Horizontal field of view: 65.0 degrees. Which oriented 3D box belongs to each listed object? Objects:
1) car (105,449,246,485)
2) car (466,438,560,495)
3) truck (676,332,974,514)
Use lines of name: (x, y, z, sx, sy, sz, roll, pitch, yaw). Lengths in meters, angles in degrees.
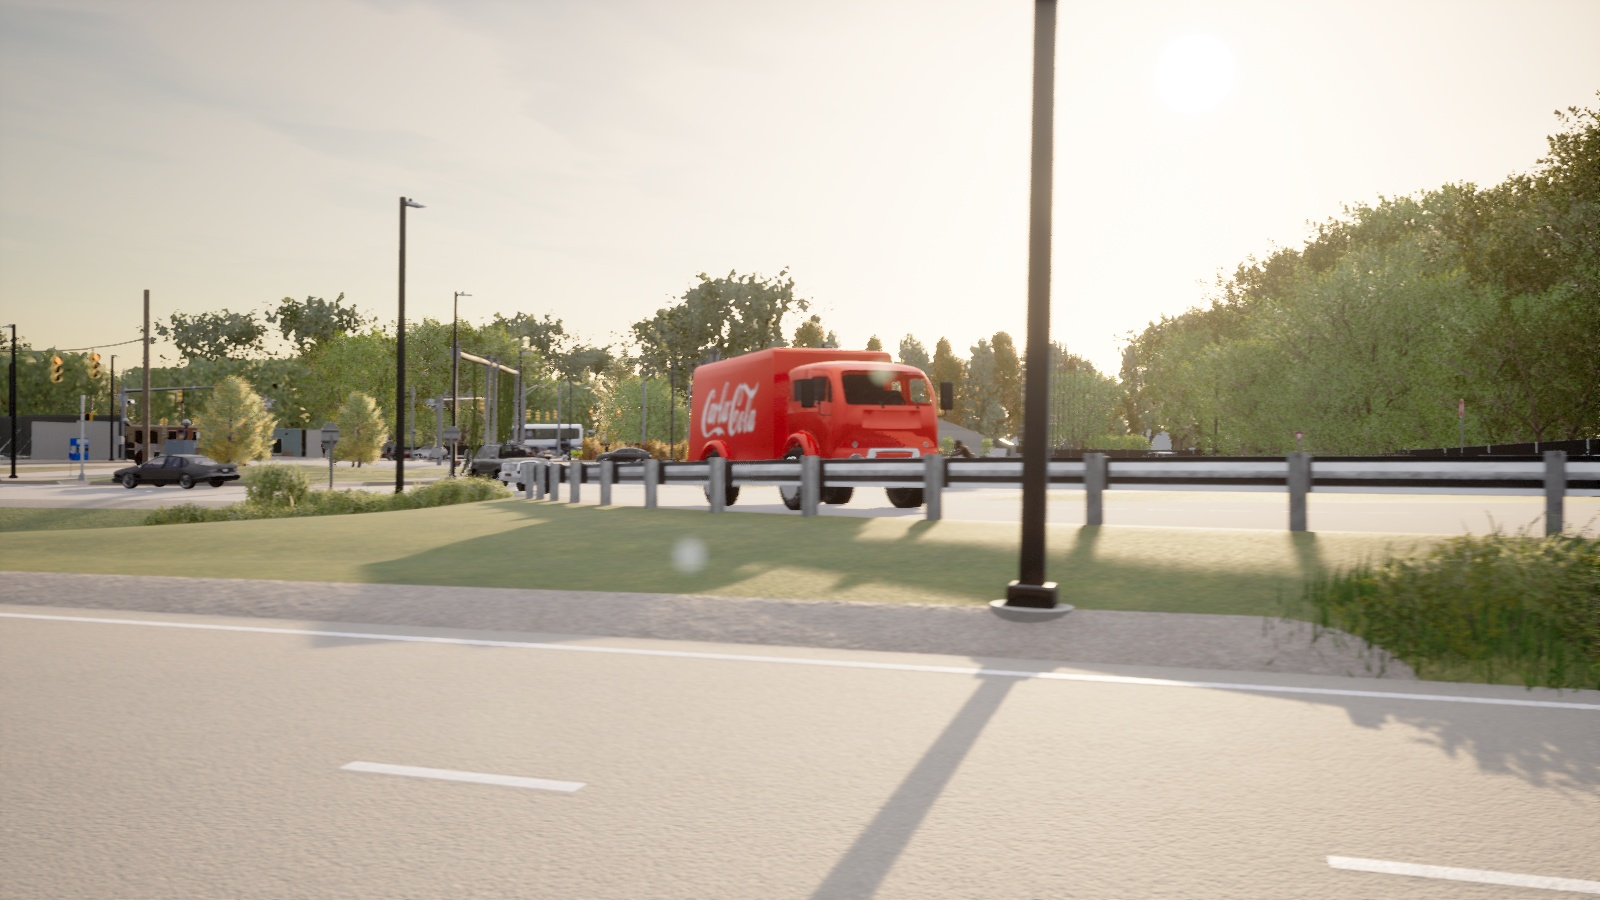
car: (-26.088, 0.694, 52.451, 5.357, 1.411, 2.033, 0, 1, 18)
car: (-10.011, 0.525, 43.518, 1.932, 1.855, 4.605, -1, 1, -29)
truck: (0.188, -0.317, 19.901, 2.627, 2.467, 5.204, 0, -1, -26)
